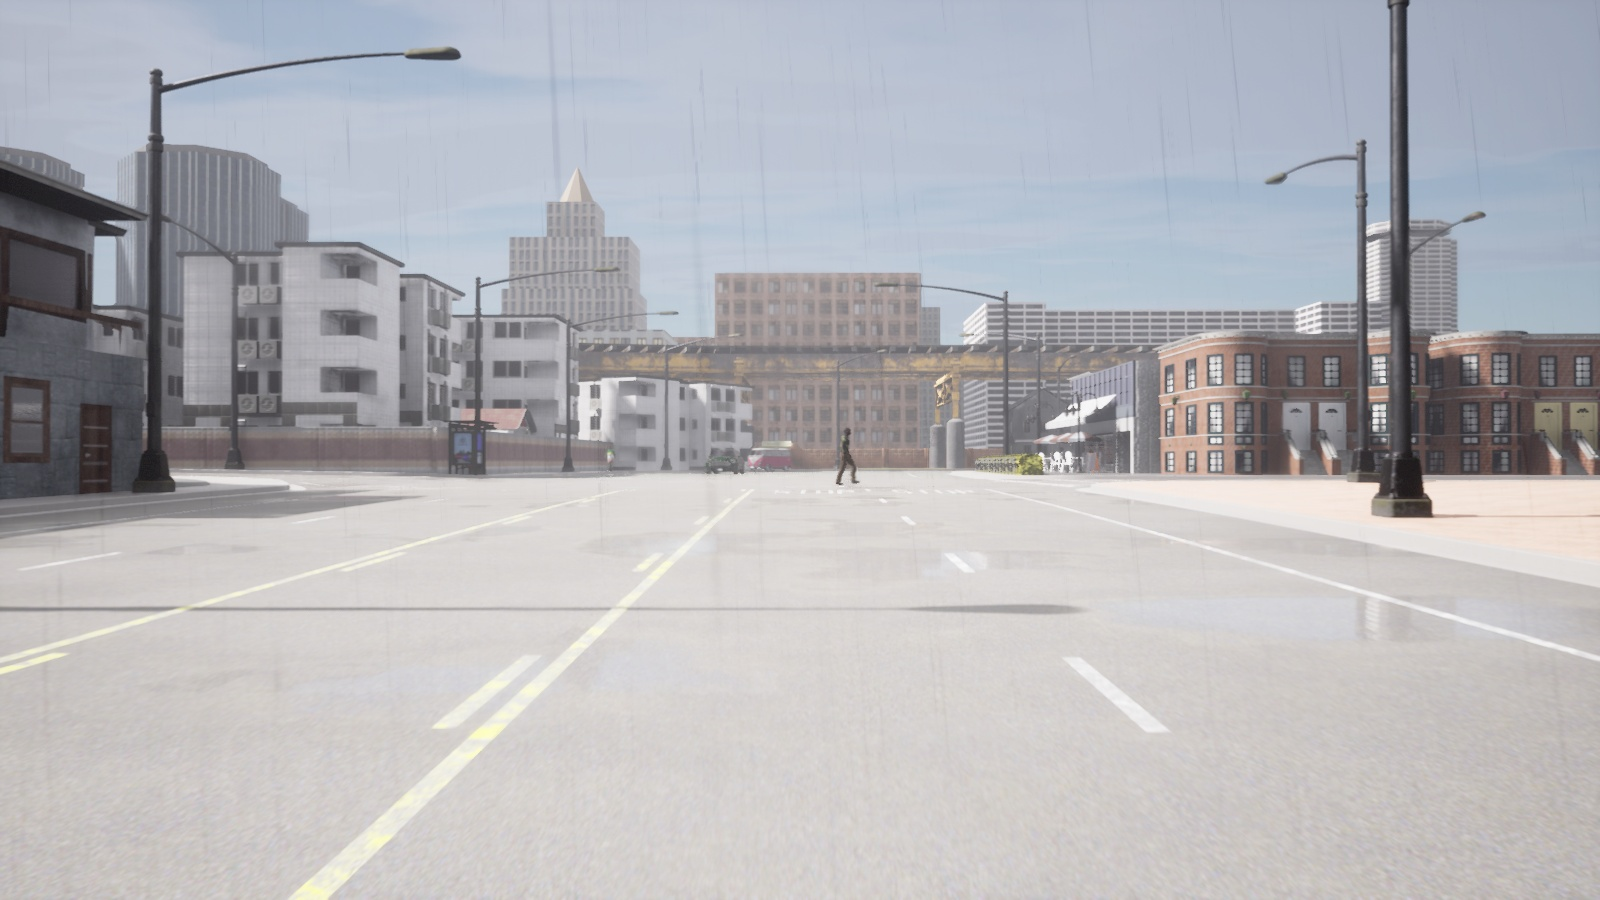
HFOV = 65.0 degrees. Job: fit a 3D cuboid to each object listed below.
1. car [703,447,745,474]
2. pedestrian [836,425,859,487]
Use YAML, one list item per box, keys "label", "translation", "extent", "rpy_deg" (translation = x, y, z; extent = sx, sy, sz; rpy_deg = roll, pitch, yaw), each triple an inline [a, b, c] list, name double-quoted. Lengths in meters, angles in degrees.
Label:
- label: "car"
  translation: [-5.014, 0.728, 83.771]
  extent: [2.097, 1.767, 4.553]
  rpy_deg: [0, -1, 5]
- label: "pedestrian"
  translation: [1.478, 0.193, 38.909]
  extent: [0.692, 1.930, 0.395]
  rpy_deg: [0, -1, -3]
